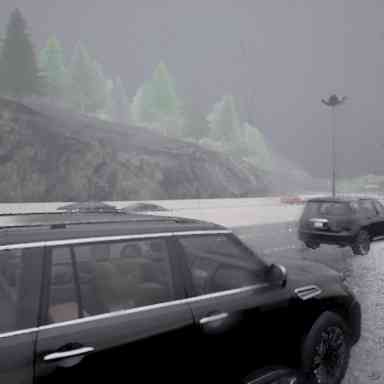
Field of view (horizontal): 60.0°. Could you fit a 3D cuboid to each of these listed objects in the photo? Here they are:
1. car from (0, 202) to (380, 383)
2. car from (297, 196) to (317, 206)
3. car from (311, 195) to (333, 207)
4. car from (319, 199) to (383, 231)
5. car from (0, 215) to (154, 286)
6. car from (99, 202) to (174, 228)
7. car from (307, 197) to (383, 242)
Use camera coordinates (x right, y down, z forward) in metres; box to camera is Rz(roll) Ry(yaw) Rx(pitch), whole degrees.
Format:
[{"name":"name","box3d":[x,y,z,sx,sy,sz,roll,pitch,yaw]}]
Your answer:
[{"name":"car","box3d":[-0.518,1.228,3.470,5.566,2.045,2.150,0,0,-36]},{"name":"car","box3d":[20.324,1.545,58.459,1.882,1.535,5.008,0,0,37]},{"name":"car","box3d":[21.018,1.411,53.672,2.097,1.767,4.553,0,0,38]},{"name":"car","box3d":[10.279,1.374,21.350,4.553,1.767,2.097,0,0,-42]},{"name":"car","box3d":[-3.630,1.546,9.894,4.674,1.442,1.812,0,0,-37]},{"name":"car","box3d":[-3.799,1.546,23.324,4.892,1.490,1.837,0,0,-40]},{"name":"car","box3d":[6.513,1.235,13.408,5.566,2.045,2.150,0,0,-40]}]
